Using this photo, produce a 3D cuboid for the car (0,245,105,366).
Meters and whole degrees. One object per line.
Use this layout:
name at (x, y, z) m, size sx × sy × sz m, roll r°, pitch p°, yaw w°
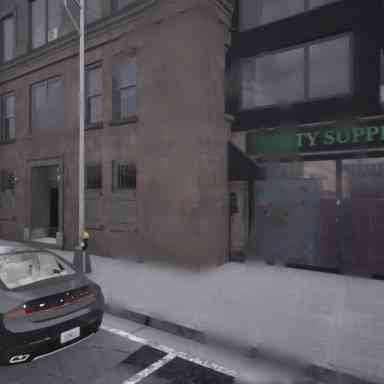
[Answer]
car at (-3.296, 1.550, 5.428) m, size 4.403 × 1.369 × 2.008 m, roll 0°, pitch 0°, yaw 35°
